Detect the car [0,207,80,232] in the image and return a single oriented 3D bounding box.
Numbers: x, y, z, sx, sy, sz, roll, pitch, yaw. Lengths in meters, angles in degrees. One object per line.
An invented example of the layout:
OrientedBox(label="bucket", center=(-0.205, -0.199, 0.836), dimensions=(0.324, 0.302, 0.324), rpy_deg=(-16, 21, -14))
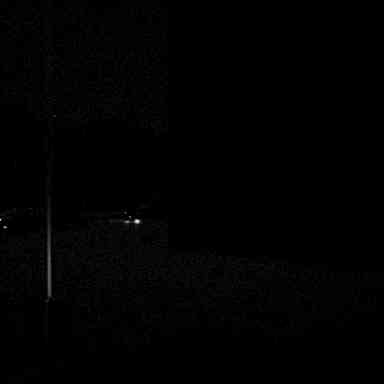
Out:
OrientedBox(label="car", center=(-9.881, 1.789, 21.735), dimensions=(1.895, 1.301, 4.718), rpy_deg=(-1, 0, 35))

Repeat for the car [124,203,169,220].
OrientedBox(label="car", center=(-3.724, 1.718, 30.430), dimensions=(2.033, 1.411, 5.357), rpy_deg=(-1, 0, 35))

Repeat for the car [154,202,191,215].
OrientedBox(label="car", center=(-2.111, 1.776, 37.097), dimensions=(1.802, 1.307, 4.206), rpy_deg=(-1, 0, 35))
